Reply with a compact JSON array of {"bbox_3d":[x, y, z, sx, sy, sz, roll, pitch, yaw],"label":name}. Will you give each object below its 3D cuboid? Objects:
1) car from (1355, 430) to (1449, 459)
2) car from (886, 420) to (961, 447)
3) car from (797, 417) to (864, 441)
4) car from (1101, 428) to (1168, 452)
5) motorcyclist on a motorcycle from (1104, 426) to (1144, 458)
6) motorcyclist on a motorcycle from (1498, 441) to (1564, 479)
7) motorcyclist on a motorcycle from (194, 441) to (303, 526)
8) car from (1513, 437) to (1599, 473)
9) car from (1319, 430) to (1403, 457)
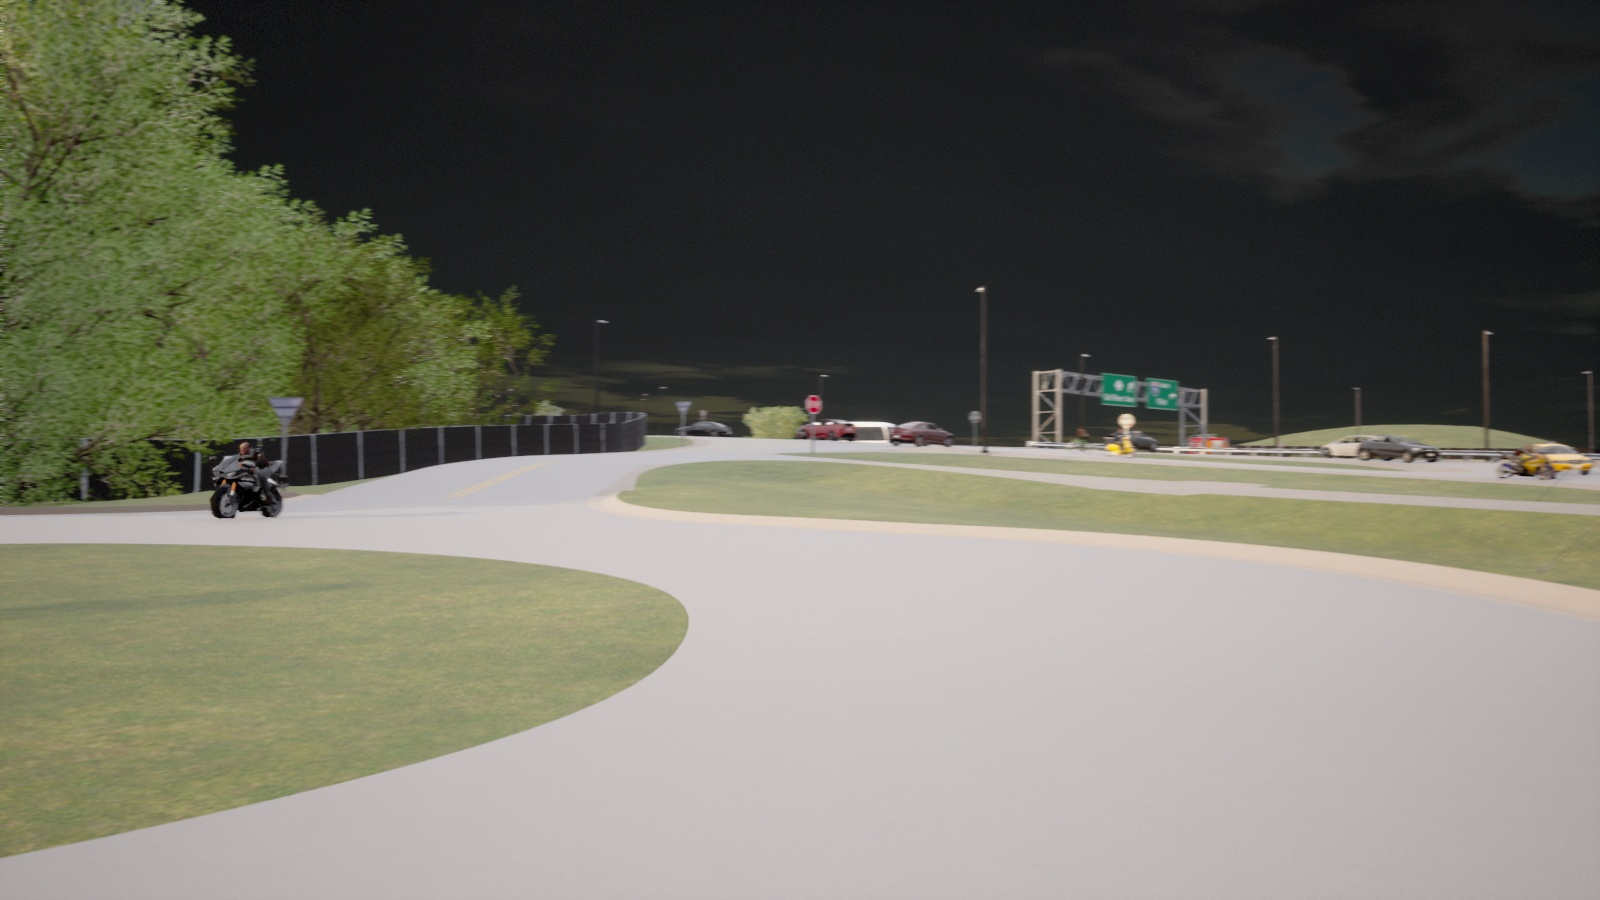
[{"bbox_3d":[36.518,-0.381,76.269,2.152,1.651,5.027,0,1,-21],"label":"car"},{"bbox_3d":[7.147,-0.931,72.279,1.812,1.442,4.674,3,1,42],"label":"car"},{"bbox_3d":[2.052,-1.429,86.592,2.007,1.525,4.514,1,1,-42],"label":"car"},{"bbox_3d":[22.527,-0.691,84.489,2.128,1.511,4.902,3,2,44],"label":"car"},{"bbox_3d":[17.116,-0.425,66.444,0.866,1.590,1.817,2,2,-40],"label":"motorcyclist on a motorcycle"},{"bbox_3d":[30.368,0.403,52.193,0.866,1.530,2.191,1,1,-45],"label":"motorcyclist on a motorcycle"},{"bbox_3d":[-10.566,0.654,24.144,0.866,1.530,2.191,-2,-3,9],"label":"motorcyclist on a motorcycle"},{"bbox_3d":[35.884,0.194,59.676,1.801,1.575,5.366,-1,1,10],"label":"car"},{"bbox_3d":[37.249,-0.435,83.547,2.242,1.667,4.611,1,1,-31],"label":"car"}]
